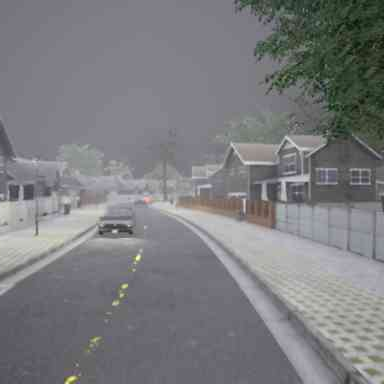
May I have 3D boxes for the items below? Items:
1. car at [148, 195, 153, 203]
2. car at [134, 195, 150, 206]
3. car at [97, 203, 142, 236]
[{"bbox_3d":[-9.243,1.380,67.359,2.097,1.767,4.553,0,0,2],"label":"car"},{"bbox_3d":[-8.797,1.646,57.221,1.895,1.301,4.718,0,0,-4],"label":"car"},{"bbox_3d":[-4.130,1.581,19.135,2.033,1.411,5.357,0,0,-7],"label":"car"}]
